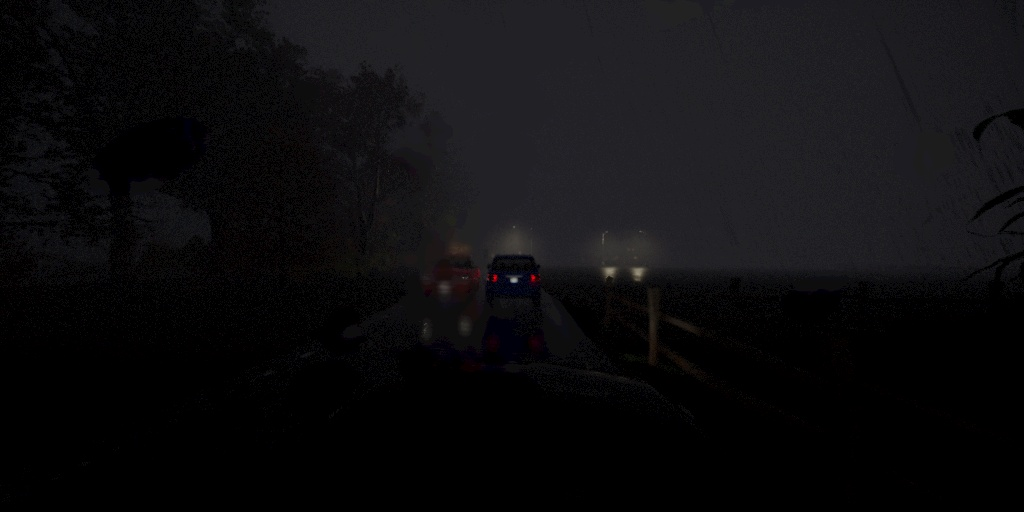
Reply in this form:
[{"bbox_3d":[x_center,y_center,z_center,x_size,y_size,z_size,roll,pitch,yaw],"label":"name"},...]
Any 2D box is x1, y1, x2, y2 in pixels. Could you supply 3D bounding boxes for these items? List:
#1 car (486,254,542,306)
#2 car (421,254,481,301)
[{"bbox_3d":[0.080,0.937,15.487,2.150,2.045,5.566,0,0,0],"label":"car"},{"bbox_3d":[-2.760,0.931,17.446,2.150,2.045,5.566,0,0,0],"label":"car"}]
